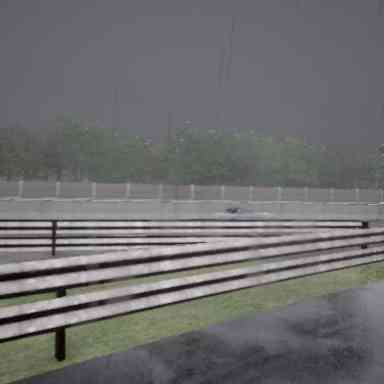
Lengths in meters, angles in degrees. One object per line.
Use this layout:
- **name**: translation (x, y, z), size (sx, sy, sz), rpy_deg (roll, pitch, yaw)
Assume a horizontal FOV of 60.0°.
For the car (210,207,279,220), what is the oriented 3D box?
- **car**: translation (3.781, 1.755, 23.881), size (4.718, 1.301, 1.895), rpy_deg (1, 0, -12)
